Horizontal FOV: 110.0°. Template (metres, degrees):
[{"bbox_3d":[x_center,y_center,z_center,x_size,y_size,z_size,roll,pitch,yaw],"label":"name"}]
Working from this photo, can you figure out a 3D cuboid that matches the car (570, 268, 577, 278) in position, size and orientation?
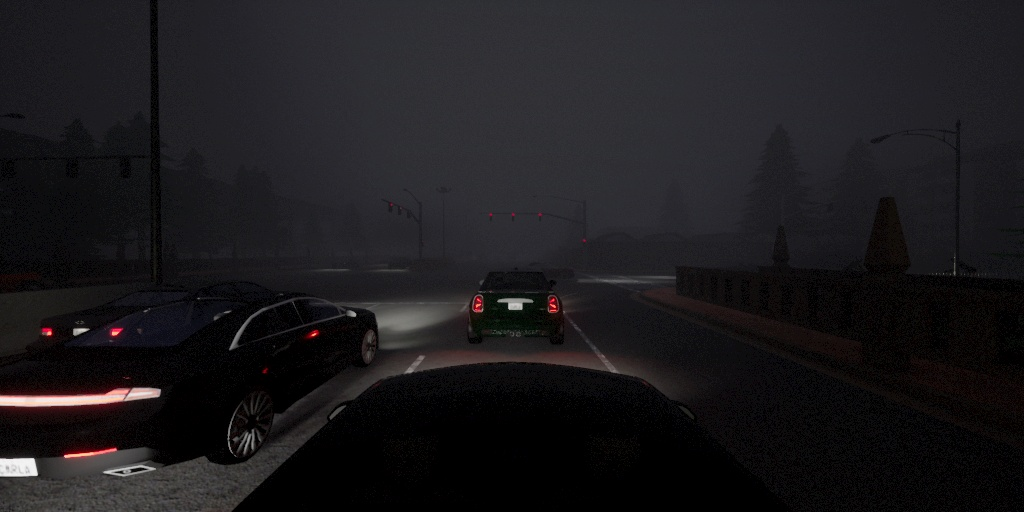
[{"bbox_3d":[2.449,1.130,26.867,4.718,1.301,1.895,0,1,11],"label":"car"}]

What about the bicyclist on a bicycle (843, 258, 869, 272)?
[{"bbox_3d":[17.863,0.910,18.628,0.582,1.620,1.656,0,1,-14],"label":"bicyclist on a bicycle"}]

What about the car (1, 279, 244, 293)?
[{"bbox_3d":[-6.922,1.250,8.287,2.033,1.411,5.357,0,1,0],"label":"car"}]

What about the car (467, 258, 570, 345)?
[{"bbox_3d":[0.140,1.048,9.564,2.097,1.767,4.553,0,1,2],"label":"car"}]

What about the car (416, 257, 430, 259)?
[{"bbox_3d":[-14.100,0.834,57.491,1.895,1.301,4.718,0,1,0],"label":"car"}]

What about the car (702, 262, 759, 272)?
[{"bbox_3d":[18.059,1.107,29.326,4.718,1.301,1.895,0,1,2],"label":"car"}]

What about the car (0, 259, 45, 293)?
[{"bbox_3d":[-21.105,1.010,13.384,2.097,1.767,4.553,0,1,0],"label":"car"}]

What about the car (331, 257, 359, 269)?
[{"bbox_3d":[-21.110,0.873,45.672,1.812,1.442,4.674,0,1,0],"label":"car"}]

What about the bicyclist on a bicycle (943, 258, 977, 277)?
[{"bbox_3d":[22.198,0.919,17.778,0.582,1.620,1.656,0,0,-35],"label":"bicyclist on a bicycle"}]

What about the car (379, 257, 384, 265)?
[{"bbox_3d":[-21.073,0.672,61.471,1.882,1.535,5.008,0,0,0],"label":"car"}]

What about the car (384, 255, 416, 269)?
[{"bbox_3d":[-14.111,0.827,45.498,1.882,1.535,5.008,0,1,0],"label":"car"}]

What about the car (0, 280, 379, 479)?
[{"bbox_3d":[-3.438,1.224,4.901,2.128,1.511,4.902,0,1,0],"label":"car"}]
